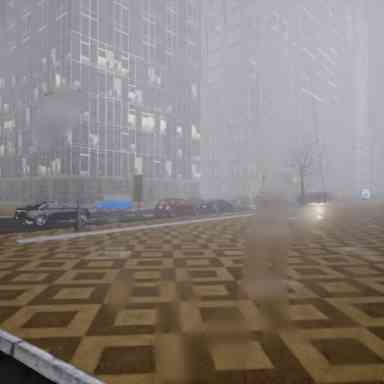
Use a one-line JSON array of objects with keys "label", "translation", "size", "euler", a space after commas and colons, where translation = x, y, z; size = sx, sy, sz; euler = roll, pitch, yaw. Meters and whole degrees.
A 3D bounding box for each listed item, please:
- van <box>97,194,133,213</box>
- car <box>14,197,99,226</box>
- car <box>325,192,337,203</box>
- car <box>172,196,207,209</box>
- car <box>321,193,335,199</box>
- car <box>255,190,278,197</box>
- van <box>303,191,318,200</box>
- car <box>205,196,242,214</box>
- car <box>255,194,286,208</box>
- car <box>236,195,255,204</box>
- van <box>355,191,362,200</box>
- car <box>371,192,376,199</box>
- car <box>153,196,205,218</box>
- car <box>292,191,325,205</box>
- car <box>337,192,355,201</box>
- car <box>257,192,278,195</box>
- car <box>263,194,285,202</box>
[{"label": "van", "translation": [-7.729, 1.104, 32.699], "size": [1.690, 1.788, 3.998], "euler": [1, 1, 40]}, {"label": "car", "translation": [-9.097, 1.351, 22.138], "size": [2.128, 1.511, 4.902], "euler": [0, 1, 40]}, {"label": "car", "translation": [20.852, 0.838, 53.167], "size": [2.192, 1.841, 5.009], "euler": [1, 1, 40]}, {"label": "car", "translation": [-0.272, 1.216, 41.294], "size": [1.887, 1.381, 4.507], "euler": [1, 1, 40]}, {"label": "car", "translation": [32.916, 0.827, 80.280], "size": [1.947, 1.339, 4.313], "euler": [1, 1, 40]}, {"label": "car", "translation": [11.412, 0.784, 50.866], "size": [2.150, 2.045, 5.566], "euler": [0, 1, 40]}, {"label": "van", "translation": [25.543, 0.692, 71.611], "size": [1.690, 1.788, 3.998], "euler": [1, 1, 40]}, {"label": "car", "translation": [2.468, 1.318, 31.467], "size": [1.947, 1.339, 4.313], "euler": [1, 1, 40]}, {"label": "car", "translation": [9.791, 1.242, 40.174], "size": [1.802, 1.307, 4.206], "euler": [1, 1, 40]}, {"label": "car", "translation": [7.107, 1.146, 49.952], "size": [1.947, 1.339, 4.313], "euler": [1, 1, 40]}, {"label": "van", "translation": [35.600, 0.682, 70.497], "size": [1.690, 1.788, 3.998], "euler": [1, 1, 40]}, {"label": "car", "translation": [39.285, 0.846, 74.833], "size": [2.008, 1.369, 4.403], "euler": [1, 1, 40]}, {"label": "car", "translation": [-1.175, 1.239, 27.097], "size": [1.967, 1.590, 4.097], "euler": [1, 1, 40]}, {"label": "car", "translation": [17.166, 0.884, 48.835], "size": [2.192, 1.841, 5.009], "euler": [1, 1, 40]}, {"label": "car", "translation": [28.335, 0.956, 61.964], "size": [1.752, 1.417, 4.829], "euler": [1, 1, 40]}, {"label": "car", "translation": [11.329, 1.097, 46.052], "size": [2.128, 1.511, 4.902], "euler": [0, 1, 41]}, {"label": "car", "translation": [14.482, 1.054, 58.617], "size": [1.947, 1.339, 4.313], "euler": [1, 1, 40]}]
